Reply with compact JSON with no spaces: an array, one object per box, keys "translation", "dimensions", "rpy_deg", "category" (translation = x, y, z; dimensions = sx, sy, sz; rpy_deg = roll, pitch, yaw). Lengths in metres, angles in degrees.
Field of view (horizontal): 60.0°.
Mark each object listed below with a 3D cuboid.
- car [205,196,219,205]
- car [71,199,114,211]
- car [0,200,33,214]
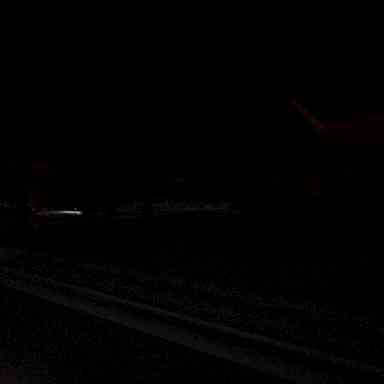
[{"translation":[3.486,1.505,58.535],"dimensions":[1.837,1.490,4.892],"rpy_deg":[0,0,14],"category":"car"},{"translation":[-11.990,1.547,40.650],"dimensions":[2.033,1.411,5.357],"rpy_deg":[0,0,34],"category":"car"},{"translation":[-17.750,1.526,32.082],"dimensions":[1.812,1.442,4.674],"rpy_deg":[0,0,34],"category":"car"}]
